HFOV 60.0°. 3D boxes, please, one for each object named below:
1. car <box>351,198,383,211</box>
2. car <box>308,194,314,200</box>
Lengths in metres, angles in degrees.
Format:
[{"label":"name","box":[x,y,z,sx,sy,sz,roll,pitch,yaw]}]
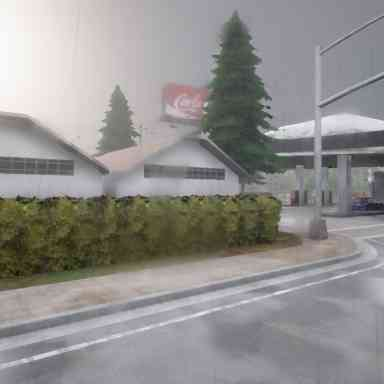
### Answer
[{"label":"car","box":[20.761,1.480,39.315,4.611,1.667,2.242,0,0,-36]},{"label":"car","box":[31.778,1.330,88.820,2.152,1.636,5.027,0,0,-36]}]
